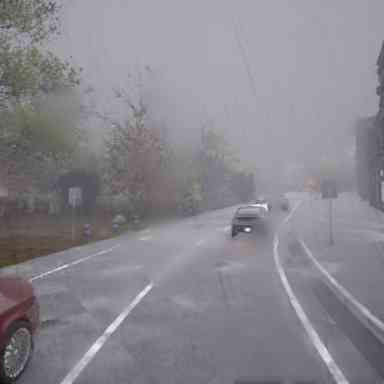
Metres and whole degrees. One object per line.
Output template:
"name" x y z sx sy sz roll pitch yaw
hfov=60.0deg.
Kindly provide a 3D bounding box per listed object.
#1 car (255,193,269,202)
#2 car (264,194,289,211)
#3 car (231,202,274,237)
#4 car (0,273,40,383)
"car" 10.424 0.877 48.445 2.128 1.511 4.902 -1 1 20
"car" 9.113 1.196 35.037 1.994 1.385 4.181 -1 1 20
"car" 3.308 1.519 18.186 1.837 1.490 4.892 -1 0 16
"car" -3.062 1.523 2.753 1.812 1.442 4.674 0 0 4
